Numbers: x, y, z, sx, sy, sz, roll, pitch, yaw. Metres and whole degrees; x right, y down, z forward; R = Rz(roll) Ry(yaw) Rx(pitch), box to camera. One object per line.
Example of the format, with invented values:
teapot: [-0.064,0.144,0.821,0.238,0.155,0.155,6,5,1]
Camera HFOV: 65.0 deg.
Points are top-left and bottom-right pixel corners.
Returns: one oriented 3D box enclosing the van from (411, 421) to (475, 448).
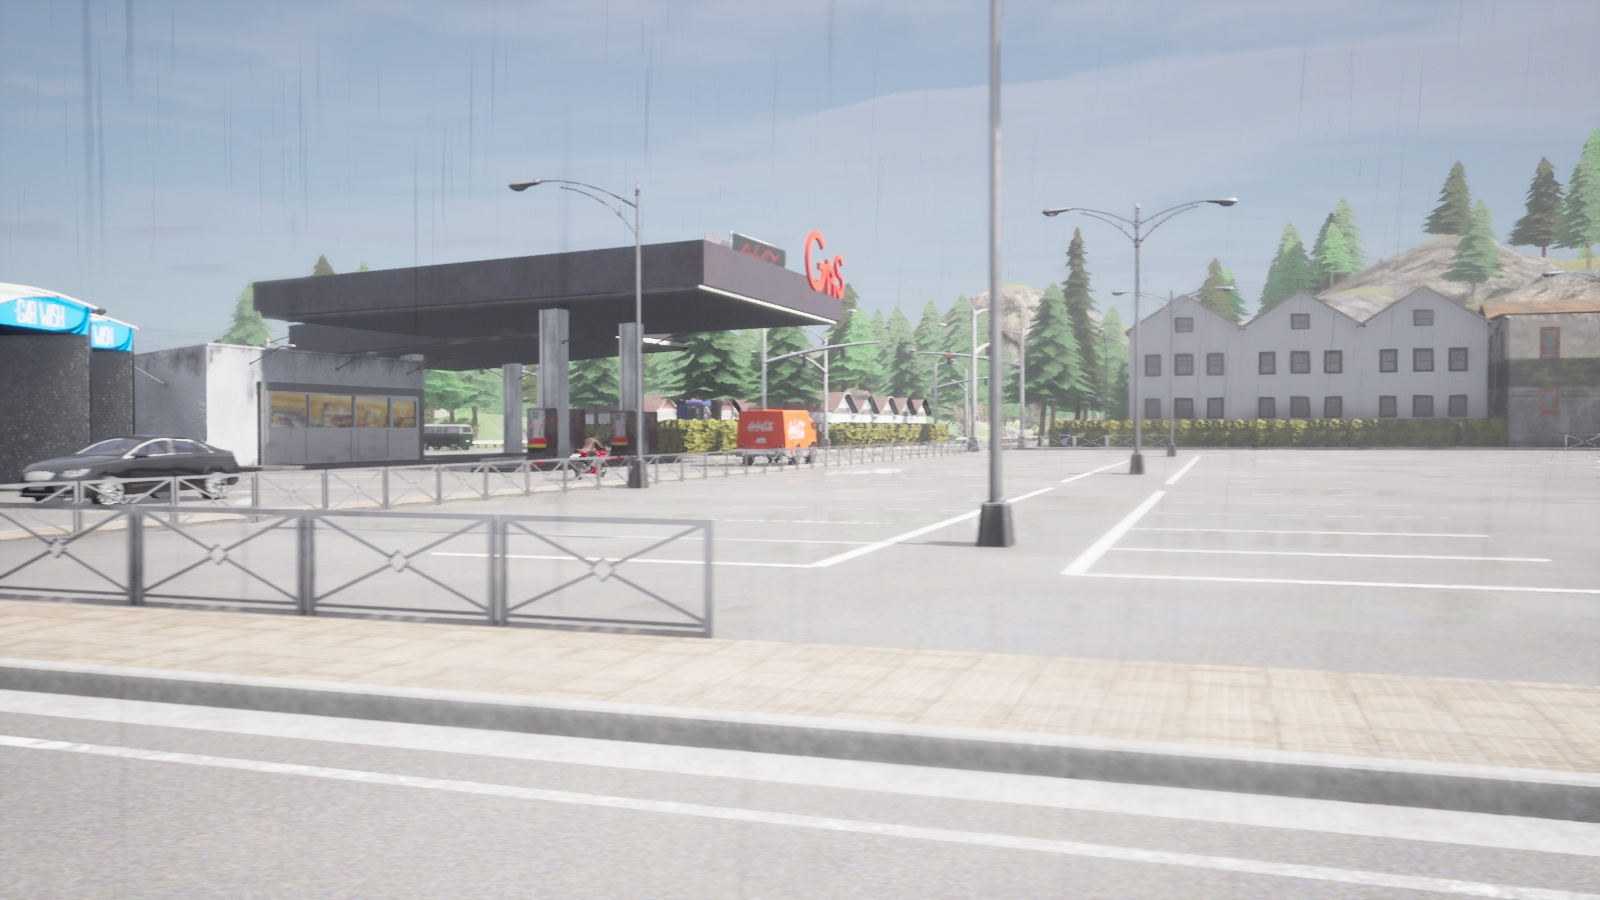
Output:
van: [-26.927,-1.150,94.714,4.442,1.987,1.775,1,1,19]

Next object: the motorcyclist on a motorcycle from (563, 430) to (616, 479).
motorcyclist on a motorcycle: [-6.720,0.139,40.222,0.797,1.523,2.044,1,1,19]

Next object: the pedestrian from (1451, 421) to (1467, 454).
pedestrian: [39.197,-0.757,74.713,0.788,1.949,0.423,1,1,20]

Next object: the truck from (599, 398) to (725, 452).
truck: [-9.297,-1.675,84.817,7.936,3.462,2.891,0,2,19]

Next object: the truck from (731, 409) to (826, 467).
truck: [-0.877,-0.572,56.706,2.627,2.467,5.204,1,1,19]

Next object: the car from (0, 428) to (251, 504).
car: [-14.833,0.281,27.797,2.128,1.511,4.902,1,1,19]
